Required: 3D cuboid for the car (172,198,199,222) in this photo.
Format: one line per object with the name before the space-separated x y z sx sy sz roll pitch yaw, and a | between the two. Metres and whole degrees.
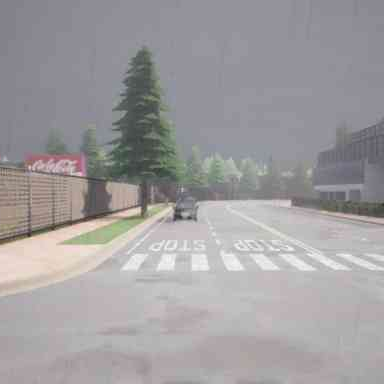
car | -0.490 1.502 26.181 2.128 1.511 4.902 0 0 0
